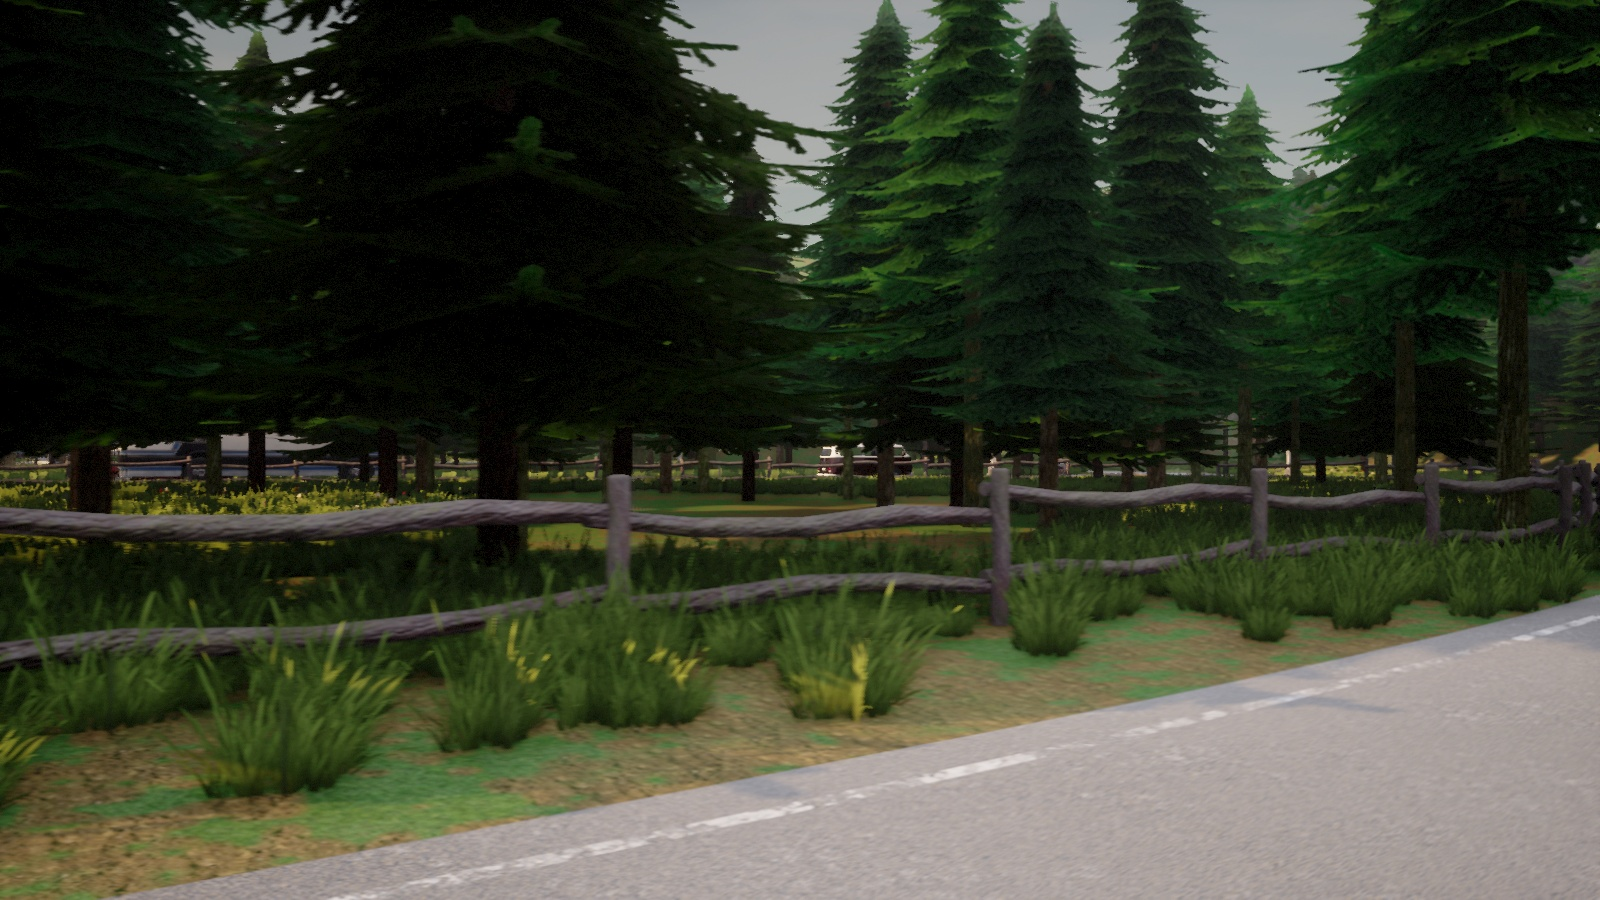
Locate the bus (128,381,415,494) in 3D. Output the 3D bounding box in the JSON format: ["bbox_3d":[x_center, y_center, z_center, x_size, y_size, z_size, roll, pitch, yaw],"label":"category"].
[{"bbox_3d":[-21.041,-0.463,50.611,10.273,4.253,3.944,0,0,-21],"label":"bus"}]

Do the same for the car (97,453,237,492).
[{"bbox_3d":[-26.297,0.907,52.363,5.008,1.535,1.882,0,0,-21],"label":"car"}]

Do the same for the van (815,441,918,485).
[{"bbox_3d":[3.178,0.614,60.190,4.480,2.038,2.069,-1,0,-22],"label":"van"}]
